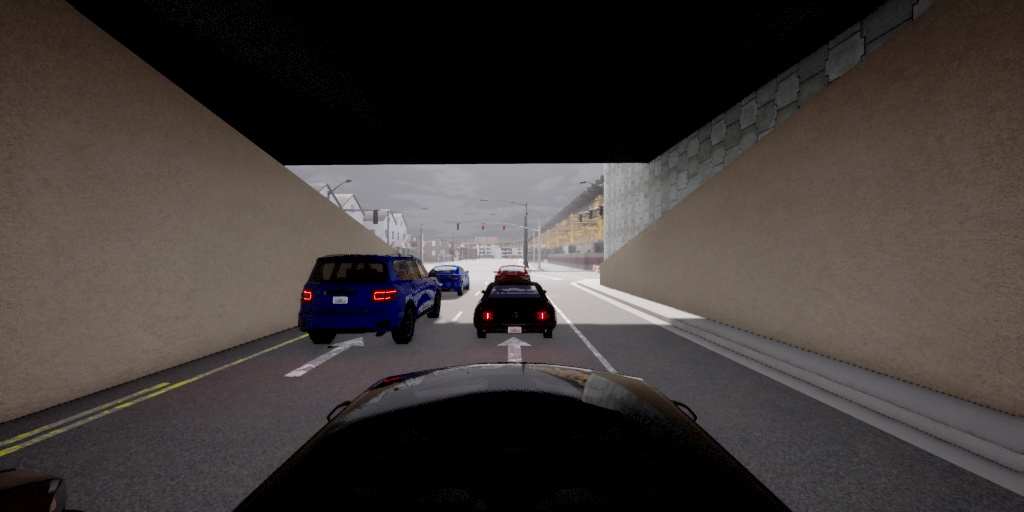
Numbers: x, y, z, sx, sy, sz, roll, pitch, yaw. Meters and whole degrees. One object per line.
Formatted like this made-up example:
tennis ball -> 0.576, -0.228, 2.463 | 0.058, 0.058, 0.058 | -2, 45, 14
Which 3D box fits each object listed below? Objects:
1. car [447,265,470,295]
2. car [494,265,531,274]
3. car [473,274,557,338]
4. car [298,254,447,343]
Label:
car -> -3.480, 1.228, 19.752 | 1.882, 1.535, 5.008 | 0, 0, 0
car -> 0.021, 1.228, 19.500 | 1.882, 1.535, 5.008 | 0, 0, 0
car -> 0.061, 1.351, 10.163 | 1.895, 1.301, 4.718 | 0, 0, 0
car -> -3.435, 0.971, 9.815 | 2.150, 2.045, 5.566 | 0, 0, 0
